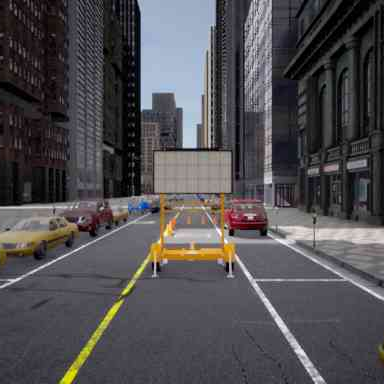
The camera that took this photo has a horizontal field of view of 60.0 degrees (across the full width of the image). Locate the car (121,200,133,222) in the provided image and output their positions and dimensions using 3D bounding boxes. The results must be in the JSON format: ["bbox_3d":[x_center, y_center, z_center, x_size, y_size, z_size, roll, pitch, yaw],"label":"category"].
[{"bbox_3d":[-5.711,1.528,23.731,1.752,1.417,4.829,0,0,0],"label":"car"}]

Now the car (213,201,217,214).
[{"bbox_3d":[2.814,1.553,23.889,2.008,1.369,4.403,0,0,0],"label":"car"}]

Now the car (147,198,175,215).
[{"bbox_3d":[-3.023,1.608,33.593,1.895,1.301,4.718,0,0,0],"label":"car"}]

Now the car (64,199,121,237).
[{"bbox_3d":[-5.725,1.316,18.261,2.192,1.841,5.009,0,0,0],"label":"car"}]

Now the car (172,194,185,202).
[{"bbox_3d":[-2.831,1.505,74.291,1.837,1.490,4.892,0,0,0],"label":"car"}]

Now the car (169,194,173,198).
[{"bbox_3d":[-5.595,1.607,74.668,1.947,1.339,4.313,0,0,0],"label":"car"}]

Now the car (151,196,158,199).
[{"bbox_3d":[-5.673,1.562,40.823,2.008,1.369,4.403,0,0,0],"label":"car"}]

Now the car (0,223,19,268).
[{"bbox_3d":[-5.750,1.525,6.809,1.752,1.417,4.829,0,0,0],"label":"car"}]

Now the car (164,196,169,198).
[{"bbox_3d":[-5.635,1.341,57.746,2.192,1.841,5.009,0,0,0],"label":"car"}]

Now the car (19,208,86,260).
[{"bbox_3d":[-5.737,1.525,12.450,1.752,1.417,4.829,0,0,0],"label":"car"}]

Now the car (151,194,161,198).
[{"bbox_3d":[-5.661,1.331,46.464,2.192,1.841,5.009,0,0,0],"label":"car"}]

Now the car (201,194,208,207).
[{"bbox_3d":[2.878,1.461,52.091,1.967,1.590,4.097,0,0,0],"label":"car"}]

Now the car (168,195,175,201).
[{"bbox_3d":[-5.557,1.581,91.420,1.752,1.417,4.829,0,0,0],"label":"car"}]

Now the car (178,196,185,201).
[{"bbox_3d":[-2.795,1.681,90.140,1.895,1.301,4.718,0,0,0],"label":"car"}]

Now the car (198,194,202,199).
[{"bbox_3d":[2.942,1.590,80.294,1.887,1.381,4.507,0,0,0],"label":"car"}]

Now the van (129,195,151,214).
[{"bbox_3d":[-5.686,1.349,35.183,1.690,1.788,3.998,0,0,0],"label":"van"}]

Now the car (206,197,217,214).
[{"bbox_3d":[2.840,1.559,35.170,2.008,1.369,4.403,0,0,0],"label":"car"}]

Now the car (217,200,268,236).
[{"bbox_3d":[2.801,1.316,18.249,2.192,1.841,5.009,0,0,0],"label":"car"}]

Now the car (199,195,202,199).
[{"bbox_3d":[2.904,1.597,63.372,1.947,1.339,4.313,0,0,0],"label":"car"}]

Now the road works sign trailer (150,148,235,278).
[{"bbox_3d":[0.023,0.464,10.163,2.380,3.560,2.880,0,0,0],"label":"road works sign trailer"}]

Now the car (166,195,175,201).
[{"bbox_3d":[-5.570,1.601,85.949,2.008,1.369,4.403,0,0,0],"label":"car"}]

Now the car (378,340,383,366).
[{"bbox_3d":[2.763,1.525,1.497,1.752,1.417,4.829,0,0,0],"label":"car"}]
